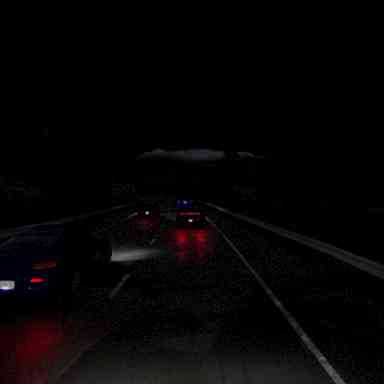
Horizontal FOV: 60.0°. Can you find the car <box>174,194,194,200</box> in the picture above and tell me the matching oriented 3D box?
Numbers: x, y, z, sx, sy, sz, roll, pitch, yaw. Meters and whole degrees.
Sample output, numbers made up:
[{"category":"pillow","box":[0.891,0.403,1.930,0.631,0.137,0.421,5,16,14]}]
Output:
[{"category":"car","box":[-0.977,1.307,40.327,2.150,2.045,5.566,0,0,-4]}]

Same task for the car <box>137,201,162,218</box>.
[{"category":"car","box":[-3.966,1.569,31.012,1.837,1.490,4.892,0,0,-3]}]

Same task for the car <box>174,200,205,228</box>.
[{"category":"car","box":[-0.151,1.540,22.732,2.128,1.511,4.902,0,0,-2]}]

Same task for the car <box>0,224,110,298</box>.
[{"category":"car","box":[-3.413,1.543,8.408,1.812,1.442,4.674,0,0,0]}]
